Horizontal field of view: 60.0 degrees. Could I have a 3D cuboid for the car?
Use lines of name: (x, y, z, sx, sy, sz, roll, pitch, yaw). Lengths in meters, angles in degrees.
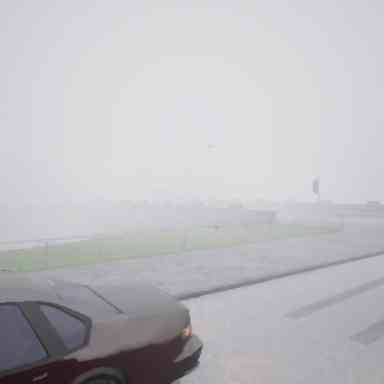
car: (-2.447, 1.549, 2.838, 5.357, 1.411, 2.033, 0, 0, -35)
